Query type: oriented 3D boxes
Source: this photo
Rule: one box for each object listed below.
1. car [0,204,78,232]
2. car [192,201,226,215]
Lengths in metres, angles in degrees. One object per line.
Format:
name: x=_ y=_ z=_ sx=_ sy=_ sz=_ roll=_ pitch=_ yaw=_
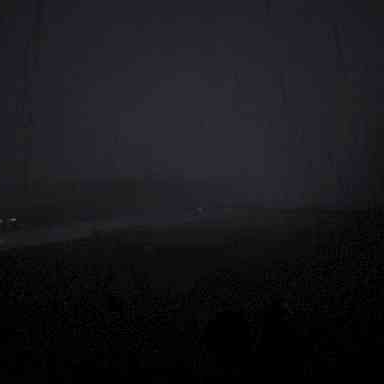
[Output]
car: x=-9.283 y=1.511 z=20.233 sx=2.128 sy=1.511 sz=4.902 roll=0 pitch=0 yaw=30
car: x=1.740 y=1.579 z=32.696 sx=1.994 sy=1.385 sz=4.181 roll=0 pitch=0 yaw=30
